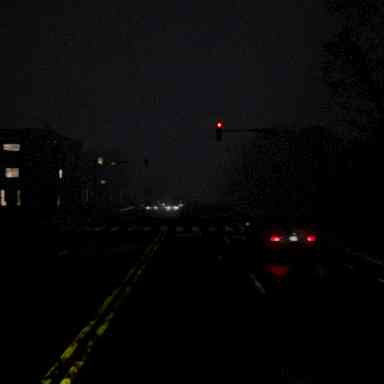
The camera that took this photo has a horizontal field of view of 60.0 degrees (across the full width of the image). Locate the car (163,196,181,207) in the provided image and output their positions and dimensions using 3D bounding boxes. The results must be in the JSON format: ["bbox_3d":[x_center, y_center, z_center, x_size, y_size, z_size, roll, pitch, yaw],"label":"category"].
[{"bbox_3d":[-3.303,1.813,56.319,1.994,1.385,4.181,0,0,0],"label":"car"}]

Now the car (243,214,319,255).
[{"bbox_3d":[3.364,1.607,13.525,2.033,1.411,5.357,0,0,0],"label":"car"}]

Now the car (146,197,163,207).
[{"bbox_3d":[-6.548,1.796,56.083,2.033,1.411,5.357,0,0,0],"label":"car"}]

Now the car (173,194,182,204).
[{"bbox_3d":[-3.280,1.542,71.408,2.150,2.045,5.566,0,0,0],"label":"car"}]
